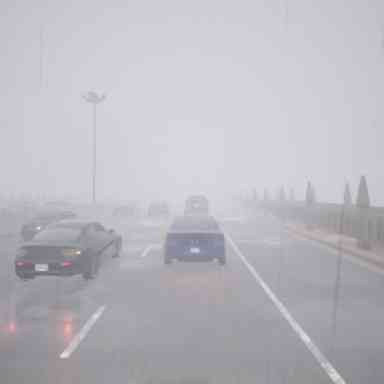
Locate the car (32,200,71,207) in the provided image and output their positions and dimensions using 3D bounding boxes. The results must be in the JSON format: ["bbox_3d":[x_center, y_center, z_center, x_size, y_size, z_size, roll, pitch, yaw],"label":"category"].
[{"bbox_3d":[-13.670,1.579,33.335,1.837,1.490,4.892,0,0,2],"label":"car"}]

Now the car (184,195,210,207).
[{"bbox_3d":[0.464,1.291,30.922,2.150,2.045,5.566,0,0,2],"label":"car"}]

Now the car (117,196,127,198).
[{"bbox_3d":[-15.865,1.593,75.333,2.128,1.511,4.902,0,0,2],"label":"car"}]

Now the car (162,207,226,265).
[{"bbox_3d":[0.105,1.505,11.861,1.882,1.535,5.008,0,0,0],"label":"car"}]

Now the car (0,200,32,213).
[{"bbox_3d":[-17.169,1.579,33.397,1.837,1.490,4.892,0,0,2],"label":"car"}]

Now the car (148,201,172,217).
[{"bbox_3d":[-3.008,1.563,31.903,2.128,1.511,4.902,0,0,2],"label":"car"}]

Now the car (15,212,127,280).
[{"bbox_3d":[-3.406,1.548,9.866,1.812,1.442,4.674,0,0,0],"label":"car"}]

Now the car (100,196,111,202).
[{"bbox_3d":[-19.364,1.663,75.404,1.895,1.301,4.718,0,0,2],"label":"car"}]

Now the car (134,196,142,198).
[{"bbox_3d":[-12.367,1.663,75.202,1.895,1.301,4.718,0,0,2],"label":"car"}]

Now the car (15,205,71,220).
[{"bbox_3d":[-6.842,1.602,16.992,1.994,1.385,4.181,0,0,1],"label":"car"}]

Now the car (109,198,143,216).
[{"bbox_3d":[-6.480,1.600,32.933,1.812,1.442,4.674,0,0,2],"label":"car"}]
